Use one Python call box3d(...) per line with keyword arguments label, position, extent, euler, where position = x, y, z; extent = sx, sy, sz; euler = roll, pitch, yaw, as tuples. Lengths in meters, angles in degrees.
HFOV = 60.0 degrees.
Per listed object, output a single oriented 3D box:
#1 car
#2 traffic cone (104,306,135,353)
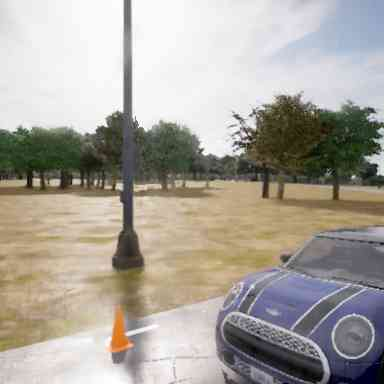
box3d(label="car", position=(2.490, 1.361, 4.924), extent=(4.553, 1.767, 2.097), euler=(0, 0, -39))
box3d(label="traffic cone", position=(-1.070, 1.973, 4.894), extent=(0.340, 0.580, 0.340), euler=(0, 0, -37))
